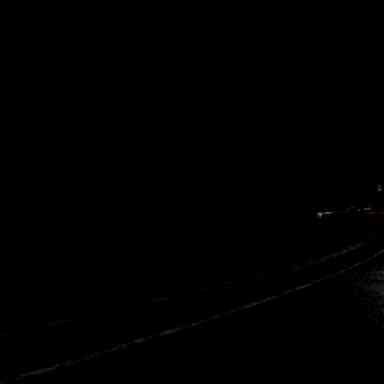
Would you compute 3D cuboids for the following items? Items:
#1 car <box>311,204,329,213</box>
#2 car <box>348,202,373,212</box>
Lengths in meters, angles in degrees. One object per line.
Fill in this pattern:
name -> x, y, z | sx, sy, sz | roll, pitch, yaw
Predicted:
car -> 22.920, 2.934, 59.827 | 1.837, 1.490, 4.892 | -4, -3, -2
car -> 26.384, 2.352, 52.237 | 1.837, 1.490, 4.892 | -4, -3, -2
